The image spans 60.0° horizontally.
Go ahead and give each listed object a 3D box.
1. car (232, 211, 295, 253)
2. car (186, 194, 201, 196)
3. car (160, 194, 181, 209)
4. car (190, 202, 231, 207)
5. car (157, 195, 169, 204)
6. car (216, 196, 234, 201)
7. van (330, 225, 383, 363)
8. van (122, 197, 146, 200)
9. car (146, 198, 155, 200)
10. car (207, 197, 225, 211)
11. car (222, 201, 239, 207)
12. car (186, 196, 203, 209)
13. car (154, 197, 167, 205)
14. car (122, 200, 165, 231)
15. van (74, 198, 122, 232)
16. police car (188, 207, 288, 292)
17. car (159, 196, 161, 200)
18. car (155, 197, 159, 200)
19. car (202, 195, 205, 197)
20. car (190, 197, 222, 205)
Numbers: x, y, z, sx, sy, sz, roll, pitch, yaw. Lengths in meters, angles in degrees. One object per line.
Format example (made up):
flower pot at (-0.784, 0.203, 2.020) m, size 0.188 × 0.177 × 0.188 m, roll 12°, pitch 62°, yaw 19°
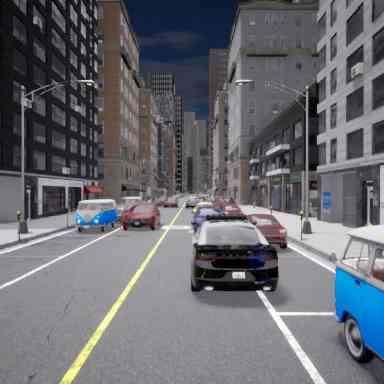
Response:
car at (2.891, 1.582, 14.307) m, size 1.802 × 1.307 × 4.206 m, roll 0°, pitch 0°, yaw 0°
car at (0.147, 1.536, 59.331) m, size 1.812 × 1.442 × 4.674 m, roll 0°, pitch 0°, yaw 0°
car at (-2.886, 1.483, 46.206) m, size 1.882 × 1.535 × 5.008 m, roll 0°, pitch 0°, yaw 0°
car at (0.946, 1.526, 18.987) m, size 1.812 × 1.442 × 4.674 m, roll 0°, pitch 0°, yaw 0°
car at (-5.512, 1.453, 63.841) m, size 1.967 × 1.590 × 4.097 m, roll 0°, pitch 0°, yaw 0°
car at (2.931, 1.316, 30.811) m, size 2.192 × 1.841 × 5.009 m, roll 0°, pitch 0°, yaw 0°
van at (2.863, 1.341, 3.304) m, size 1.690 × 1.788 × 3.998 m, roll 0°, pitch 0°, yaw 0°
van at (-5.594, 1.342, 30.832) m, size 1.690 × 1.788 × 3.998 m, roll 0°, pitch 0°, yaw 0°
car at (-5.580, 1.568, 36.334) m, size 1.947 × 1.339 × 4.313 m, roll 0°, pitch 0°, yaw 0°
car at (2.959, 1.444, 41.814) m, size 1.967 × 1.590 × 4.097 m, roll 0°, pitch 0°, yaw 0°
car at (2.918, 1.582, 25.309) m, size 1.802 × 1.307 × 4.206 m, roll 0°, pitch 0°, yaw 0°
car at (0.132, 1.569, 45.938) m, size 1.994 × 1.385 × 4.181 m, roll 0°, pitch 0°, yaw 0°
car at (-5.526, 1.592, 58.339) m, size 1.802 × 1.307 × 4.206 m, roll 0°, pitch 0°, yaw 0°
car at (-3.049, 1.477, 20.955) m, size 1.882 × 1.535 × 5.008 m, roll 0°, pitch 0°, yaw 0°
van at (-5.622, 1.341, 19.831) m, size 1.690 × 1.788 × 3.998 m, roll 0°, pitch 0°, yaw 0°
police car at (0.922, 1.425, 9.097) m, size 1.930 × 1.638 × 5.238 m, roll 0°, pitch 0°, yaw 0°
car at (-5.539, 1.573, 52.838) m, size 1.947 × 1.339 × 4.313 m, roll 0°, pitch 0°, yaw 0°
car at (-5.566, 1.585, 41.835) m, size 1.802 × 1.307 × 4.206 m, roll 0°, pitch 0°, yaw 0°
car at (2.986, 1.558, 52.817) m, size 2.008 × 1.369 × 4.403 m, roll 0°, pitch 0°, yaw 0°
car at (0.961, 1.456, 25.178) m, size 1.801 × 1.575 × 5.366 m, roll 0°, pitch 0°, yaw 0°
